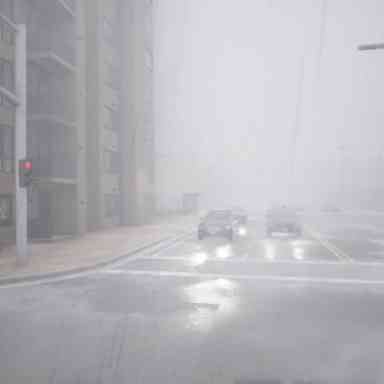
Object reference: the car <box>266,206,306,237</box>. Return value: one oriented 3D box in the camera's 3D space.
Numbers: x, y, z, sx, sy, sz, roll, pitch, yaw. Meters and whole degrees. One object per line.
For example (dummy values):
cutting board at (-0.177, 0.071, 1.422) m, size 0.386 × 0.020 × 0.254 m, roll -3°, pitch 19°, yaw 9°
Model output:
car at (5.509, 1.799, 20.134) m, size 1.812 × 1.442 × 4.674 m, roll -1°, pitch -1°, yaw 13°

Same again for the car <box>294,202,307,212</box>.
car at (15.139, 2.150, 47.839) m, size 1.994 × 1.385 × 4.181 m, roll -1°, pitch 0°, yaw 5°

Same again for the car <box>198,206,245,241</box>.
car at (1.594, 1.791, 18.811) m, size 2.128 × 1.511 × 4.902 m, roll -1°, pitch -1°, yaw 13°

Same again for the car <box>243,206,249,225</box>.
car at (3.730, 1.904, 28.062) m, size 1.882 × 1.535 × 5.008 m, roll -1°, pitch -1°, yaw 13°

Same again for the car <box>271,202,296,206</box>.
car at (7.573, 1.888, 29.139) m, size 2.128 × 1.511 × 4.902 m, roll -1°, pitch -1°, yaw 13°

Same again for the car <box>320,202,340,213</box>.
car at (18.443, 2.063, 44.589) m, size 2.033 × 1.411 × 5.357 m, roll -1°, pitch -1°, yaw 13°
